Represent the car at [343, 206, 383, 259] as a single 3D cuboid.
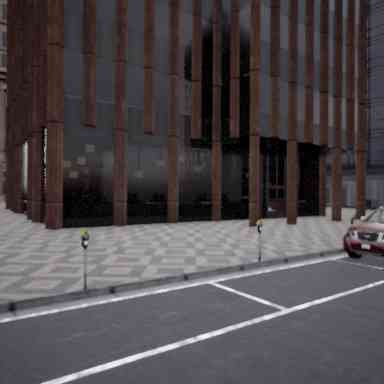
[{"bbox_3d":[7.589,1.439,12.064,5.009,1.841,2.192,1,0,-36],"label":"car"}]
